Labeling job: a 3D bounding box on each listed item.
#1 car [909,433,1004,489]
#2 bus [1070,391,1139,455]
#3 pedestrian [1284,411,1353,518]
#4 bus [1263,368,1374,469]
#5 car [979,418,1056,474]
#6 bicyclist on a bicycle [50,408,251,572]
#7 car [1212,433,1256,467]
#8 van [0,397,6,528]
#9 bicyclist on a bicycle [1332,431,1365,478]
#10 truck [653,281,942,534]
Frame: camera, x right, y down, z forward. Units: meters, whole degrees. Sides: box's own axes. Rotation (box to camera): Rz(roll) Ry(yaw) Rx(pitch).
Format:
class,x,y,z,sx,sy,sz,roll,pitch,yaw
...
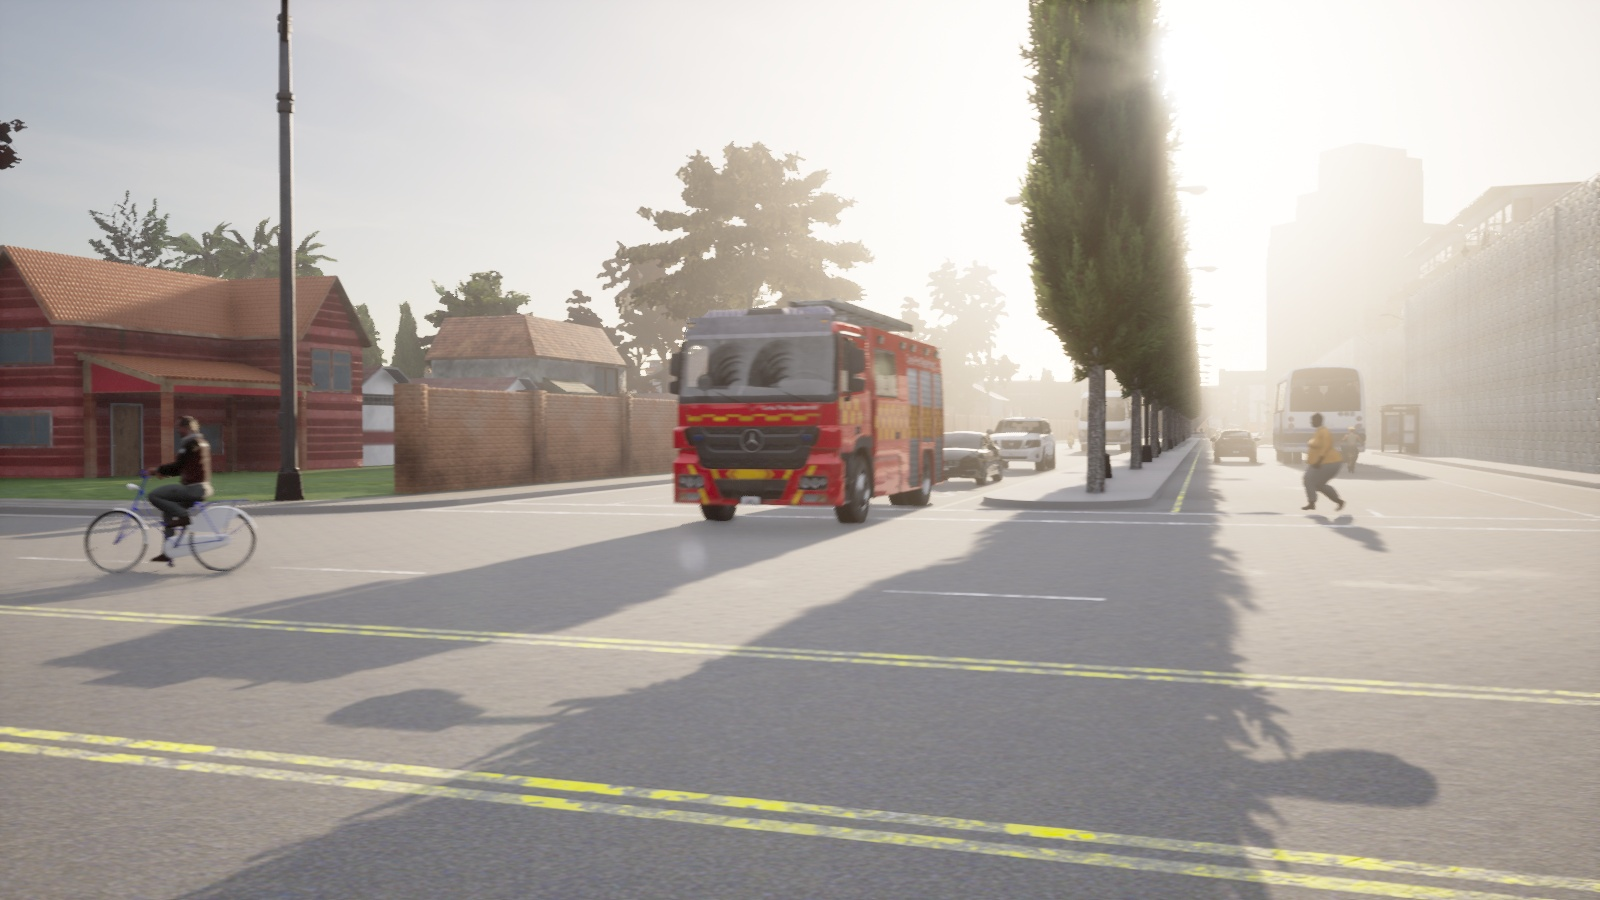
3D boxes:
class,x,y,z,sx,sy,sz,roll,pitch,yaw
car,4.650,0.262,36.654,1.837,1.490,4.892,1,1,18
bus,21.678,-1.891,88.844,3.944,4.253,10.273,1,1,18
pedestrian,9.252,0.247,22.445,0.900,1.855,0.874,0,1,5
bus,23.826,-1.395,58.333,3.944,4.253,10.273,1,1,18
car,8.434,-0.196,48.253,2.150,2.045,5.566,1,1,18
bicyclist on a bicycle,-7.202,0.446,13.994,1.843,1.776,0.659,0,-1,-6
car,20.275,-0.033,58.773,1.837,1.490,4.892,1,1,18
van,-14.829,0.186,19.251,4.480,2.038,2.069,1,1,18
bicyclist on a bicycle,18.916,0.140,43.327,0.866,1.612,1.509,1,1,18
truck,0.359,-0.713,23.458,2.891,3.827,8.468,1,1,18
